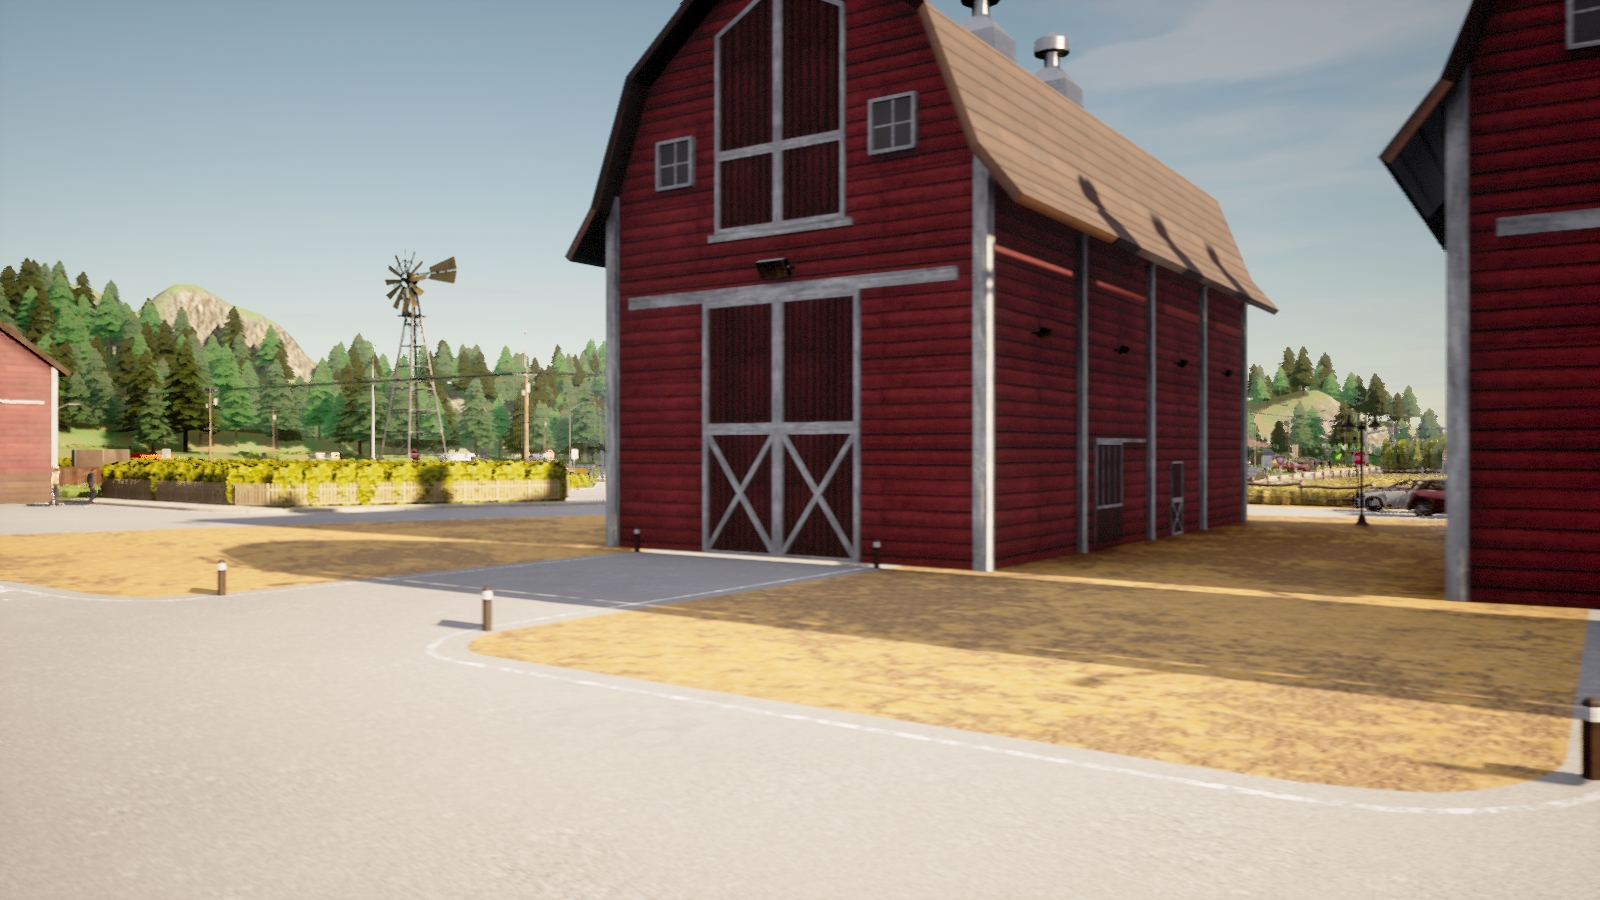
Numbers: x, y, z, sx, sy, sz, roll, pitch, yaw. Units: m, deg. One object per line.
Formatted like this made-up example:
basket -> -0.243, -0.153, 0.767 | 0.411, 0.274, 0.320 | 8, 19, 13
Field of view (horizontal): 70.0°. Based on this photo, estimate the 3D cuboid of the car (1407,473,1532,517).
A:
car -> 29.007, 1.906, 49.544 | 4.553, 1.767, 2.097 | 0, 0, 34

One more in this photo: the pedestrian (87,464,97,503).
pedestrian -> -34.444, 1.617, 55.583 | 0.375, 1.860, 0.375 | 0, 0, -42

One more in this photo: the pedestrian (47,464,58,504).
pedestrian -> -35.545, 1.617, 54.340 | 0.375, 1.860, 0.375 | 0, 0, -26

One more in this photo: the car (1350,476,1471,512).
car -> 28.624, 2.047, 53.626 | 4.902, 1.511, 2.128 | 0, 0, 32
